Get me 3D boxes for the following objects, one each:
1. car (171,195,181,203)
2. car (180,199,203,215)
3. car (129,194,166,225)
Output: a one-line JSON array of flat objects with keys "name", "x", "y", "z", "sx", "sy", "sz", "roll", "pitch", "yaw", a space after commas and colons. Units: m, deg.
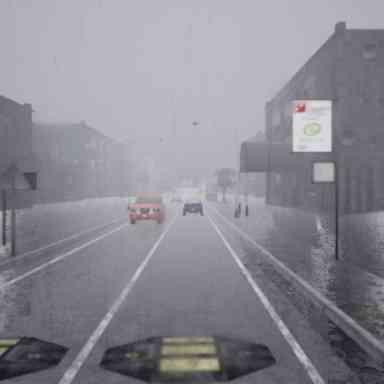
[{"name": "car", "x": -3.015, "y": 1.339, "z": 64.793, "sx": 1.812, "sy": 1.442, "sz": 4.674, "roll": 0, "pitch": 0, "yaw": 0}, {"name": "car", "x": 0.101, "y": 1.441, "z": 33.411, "sx": 1.882, "sy": 1.535, "sz": 5.008, "roll": 0, "pitch": 0, "yaw": 0}, {"name": "car", "x": -3.098, "y": 1.206, "z": 24.430, "sx": 2.150, "sy": 2.045, "sz": 5.566, "roll": 0, "pitch": 0, "yaw": 0}]
